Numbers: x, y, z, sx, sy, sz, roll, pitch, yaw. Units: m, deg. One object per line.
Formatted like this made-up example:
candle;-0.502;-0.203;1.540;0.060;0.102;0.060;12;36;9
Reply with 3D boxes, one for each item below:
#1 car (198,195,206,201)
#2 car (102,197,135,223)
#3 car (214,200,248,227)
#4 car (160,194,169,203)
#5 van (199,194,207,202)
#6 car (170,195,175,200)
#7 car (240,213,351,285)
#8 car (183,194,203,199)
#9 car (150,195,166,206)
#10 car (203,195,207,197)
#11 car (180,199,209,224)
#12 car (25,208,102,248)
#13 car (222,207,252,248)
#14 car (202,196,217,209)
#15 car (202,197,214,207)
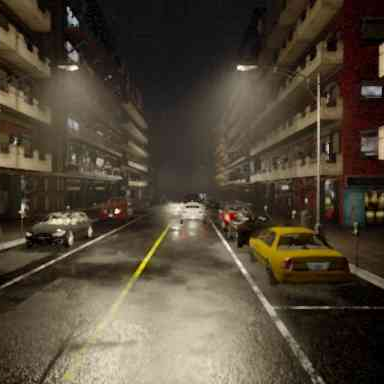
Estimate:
car;2.558;1.628;87.602;1.887;1.381;4.507;-1;0;0
car;-5.738;1.340;25.997;2.192;1.841;5.009;-1;0;0
car;2.651;1.457;20.378;1.967;1.590;4.097;-1;0;0
car;-5.785;1.372;59.610;2.192;1.841;5.009;-1;0;0
van;2.571;1.413;76.399;1.690;1.788;3.998;-1;0;0
car;-5.830;1.659;93.221;1.947;1.339;4.313;-1;0;0
car;2.668;1.533;9.344;1.752;1.417;4.829;-1;0;0
car;0.037;1.259;44.929;2.150;2.045;5.566;0;0;0
car;-5.774;1.602;54.007;2.008;1.369;4.403;-1;0;0
car;2.614;1.594;48.389;2.008;1.369;4.403;-1;0;0
car;0.065;1.548;25.216;1.812;1.442;4.674;0;0;0
car;-5.719;1.565;14.793;2.008;1.369;4.403;-1;0;0
car;2.661;1.578;14.776;1.947;1.339;4.313;-1;0;0
car;2.622;1.604;42.786;1.947;1.339;4.313;-1;0;0
car;2.606;1.574;54.161;1.752;1.417;4.829;-1;0;0
